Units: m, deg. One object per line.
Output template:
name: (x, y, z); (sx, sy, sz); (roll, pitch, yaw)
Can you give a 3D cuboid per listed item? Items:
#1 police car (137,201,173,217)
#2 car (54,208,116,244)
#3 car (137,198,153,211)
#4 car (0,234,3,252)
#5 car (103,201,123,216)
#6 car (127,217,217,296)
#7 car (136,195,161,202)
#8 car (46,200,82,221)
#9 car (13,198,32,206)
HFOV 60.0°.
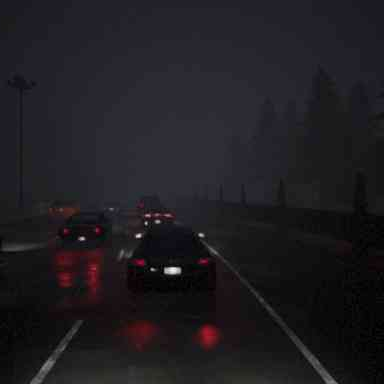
police car: (-2.388, 1.572, 21.770); (2.038, 1.542, 4.974); (0, 0, -9)
car: (-4.951, 1.651, 16.079); (1.895, 1.301, 4.718); (0, 0, -9)
car: (-6.173, 1.590, 43.248); (1.801, 1.575, 5.366); (0, 0, -10)
car: (-7.724, 1.559, 10.394); (1.812, 1.442, 4.674); (0, 0, -7)
car: (-7.964, 1.651, 33.455); (2.033, 1.411, 5.357); (0, 0, -10)
car: (-0.569, 1.591, 8.822); (1.994, 1.385, 4.181); (0, 0, -5)
car: (-4.136, 1.322, 31.875); (2.150, 2.045, 5.566); (0, 0, -10)
car: (-10.539, 1.440, 27.918); (2.097, 1.767, 4.553); (0, 0, -10)
car: (-30.726, 1.750, 60.433); (1.994, 1.385, 4.181); (0, 0, -10)
